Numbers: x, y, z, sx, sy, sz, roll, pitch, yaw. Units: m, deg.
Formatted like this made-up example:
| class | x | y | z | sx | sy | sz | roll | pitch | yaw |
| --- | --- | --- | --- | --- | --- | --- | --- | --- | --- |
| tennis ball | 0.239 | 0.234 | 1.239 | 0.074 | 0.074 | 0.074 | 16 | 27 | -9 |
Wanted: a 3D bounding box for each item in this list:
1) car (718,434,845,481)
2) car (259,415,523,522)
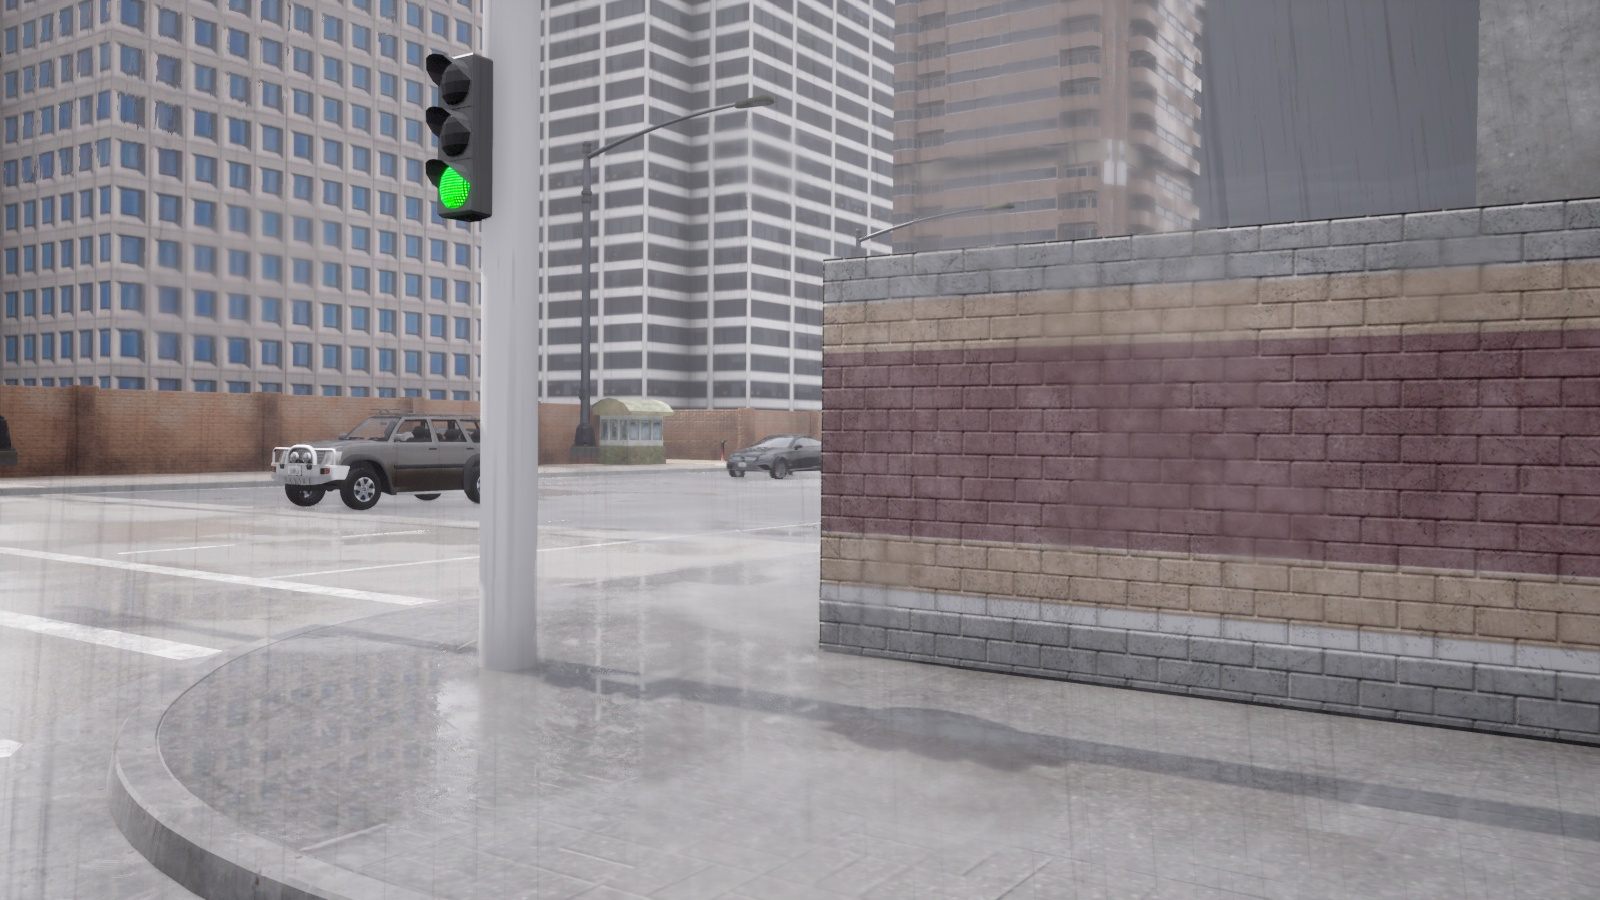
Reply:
| class | x | y | z | sx | sy | sz | roll | pitch | yaw |
| --- | --- | --- | --- | --- | --- | --- | --- | --- | --- |
| car | -0.535 | 0.200 | 41.187 | 1.812 | 1.442 | 4.674 | 0 | 1 | 34 |
| car | -7.761 | 0.287 | 24.273 | 1.932 | 1.855 | 4.605 | 0 | 1 | 34 |
